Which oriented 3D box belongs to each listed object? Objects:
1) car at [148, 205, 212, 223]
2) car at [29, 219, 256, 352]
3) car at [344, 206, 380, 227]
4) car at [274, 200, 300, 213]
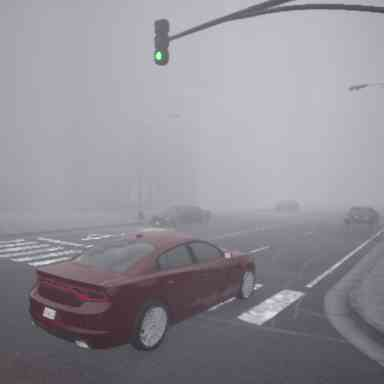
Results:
[{"bbox_3d":[-0.637,1.616,23.178,2.033,1.411,5.357,1,0,35],"label":"car"},{"bbox_3d":[-0.459,1.525,6.449,1.882,1.535,5.008,1,-1,36],"label":"car"},{"bbox_3d":[13.003,1.812,25.355,2.033,1.411,5.357,1,0,35],"label":"car"},{"bbox_3d":[11.548,1.703,40.243,1.882,1.535,5.008,1,0,36],"label":"car"}]
